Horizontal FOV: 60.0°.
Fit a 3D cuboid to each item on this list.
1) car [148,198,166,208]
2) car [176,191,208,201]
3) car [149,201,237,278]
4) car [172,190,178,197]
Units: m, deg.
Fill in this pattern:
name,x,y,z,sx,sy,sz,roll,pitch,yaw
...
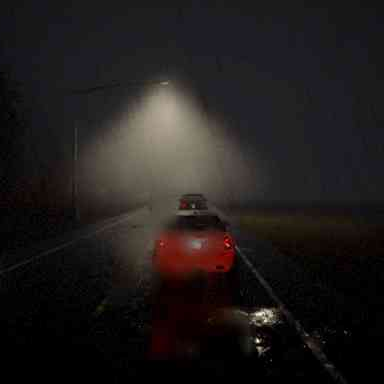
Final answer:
name,x,y,z,sx,sy,sz,roll,pitch,yaw
car,-3.595,1.398,36.553,1.812,1.442,4.674,0,0,0
car,0.093,1.127,27.029,2.150,2.045,5.566,0,0,0
car,0.087,1.315,10.193,2.097,1.767,4.553,0,0,0
car,-3.505,0.567,78.308,2.150,2.045,5.566,0,0,0
